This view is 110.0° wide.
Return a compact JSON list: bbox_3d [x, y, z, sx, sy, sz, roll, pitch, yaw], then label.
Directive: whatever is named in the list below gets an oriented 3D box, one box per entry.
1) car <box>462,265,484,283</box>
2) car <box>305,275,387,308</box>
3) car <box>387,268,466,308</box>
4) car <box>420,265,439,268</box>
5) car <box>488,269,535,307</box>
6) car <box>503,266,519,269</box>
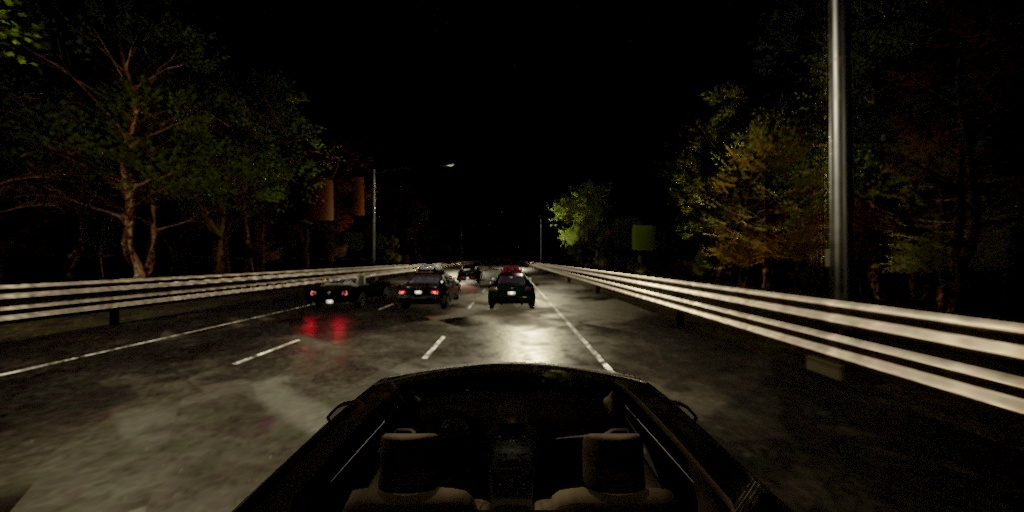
[{"bbox_3d":[-3.569,1.530,31.239,1.837,1.490,4.892,0,0,0],"label":"car"},{"bbox_3d":[-7.011,1.484,16.022,1.895,1.301,4.718,0,0,0],"label":"car"},{"bbox_3d":[-3.512,1.429,15.915,2.033,1.411,5.357,0,0,0],"label":"car"},{"bbox_3d":[-7.068,1.515,31.221,2.128,1.511,4.902,0,0,0],"label":"car"},{"bbox_3d":[-0.010,1.449,16.205,1.994,1.385,4.181,0,0,0],"label":"car"},{"bbox_3d":[-0.068,1.549,31.325,1.812,1.442,4.674,0,0,0],"label":"car"}]
